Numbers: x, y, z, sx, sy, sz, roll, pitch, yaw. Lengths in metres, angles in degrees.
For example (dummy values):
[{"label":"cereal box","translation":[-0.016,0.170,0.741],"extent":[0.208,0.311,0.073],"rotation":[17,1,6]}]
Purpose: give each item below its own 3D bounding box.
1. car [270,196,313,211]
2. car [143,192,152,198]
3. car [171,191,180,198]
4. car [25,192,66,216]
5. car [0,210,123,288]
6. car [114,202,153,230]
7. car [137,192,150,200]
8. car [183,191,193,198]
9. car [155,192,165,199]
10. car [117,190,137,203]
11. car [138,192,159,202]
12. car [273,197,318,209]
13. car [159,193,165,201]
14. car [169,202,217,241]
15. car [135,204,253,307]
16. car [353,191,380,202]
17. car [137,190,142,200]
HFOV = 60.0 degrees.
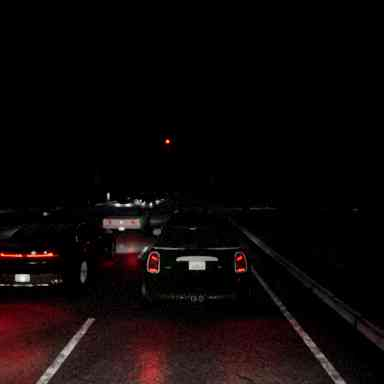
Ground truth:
[{"label":"car","translation":[10.775,1.221,35.357],"extent":[4.902,1.511,2.128],"rotation":[0,1,-3]},{"label":"car","translation":[-11.073,0.728,83.733],"extent":[1.812,1.442,4.674],"rotation":[0,1,-2]},{"label":"car","translation":[-4.146,0.660,85.372],"extent":[1.882,1.535,5.008],"rotation":[0,1,-4]},{"label":"car","translation":[-10.527,1.051,24.224],"extent":[2.150,2.045,5.566],"rotation":[2,0,-21]},{"label":"car","translation":[-3.416,1.466,9.120],"extent":[1.837,1.490,4.892],"rotation":[0,0,0]},{"label":"car","translation":[-3.437,1.482,18.441],"extent":[1.895,1.301,4.718],"rotation":[0,1,0]},{"label":"car","translation":[-10.737,0.876,73.512],"extent":[2.128,1.511,4.902],"rotation":[0,1,-1]},{"label":"car","translation":[-0.686,0.686,86.072],"extent":[1.812,1.442,4.674],"rotation":[0,1,-4]},{"label":"car","translation":[-7.307,0.851,76.490],"extent":[2.033,1.411,5.357],"rotation":[0,1,-1]},{"label":"car","translation":[-10.699,0.915,53.847],"extent":[2.097,1.767,4.553],"rotation":[0,1,0]},{"label":"car","translation":[-7.204,1.091,55.995],"extent":[2.033,1.411,5.357],"rotation":[0,1,0]},{"label":"car","translation":[12.124,1.297,39.143],"extent":[4.718,1.301,1.895],"rotation":[0,1,-3]},{"label":"car","translation":[-7.176,0.989,66.063],"extent":[2.033,1.411,5.357],"rotation":[0,1,1]},{"label":"car","translation":[0.060,1.383,17.264],"extent":[2.128,1.511,4.902],"rotation":[0,1,1]},{"label":"car","translation":[0.087,1.321,8.068],"extent":[2.097,1.767,4.553],"rotation":[0,0,0]},{"label":"car","translation":[21.874,0.912,39.711],"extent":[5.566,2.045,2.150],"rotation":[0,1,-3]},{"label":"car","translation":[-10.686,0.693,63.287],"extent":[2.150,2.045,5.566],"rotation":[0,1,0]}]
